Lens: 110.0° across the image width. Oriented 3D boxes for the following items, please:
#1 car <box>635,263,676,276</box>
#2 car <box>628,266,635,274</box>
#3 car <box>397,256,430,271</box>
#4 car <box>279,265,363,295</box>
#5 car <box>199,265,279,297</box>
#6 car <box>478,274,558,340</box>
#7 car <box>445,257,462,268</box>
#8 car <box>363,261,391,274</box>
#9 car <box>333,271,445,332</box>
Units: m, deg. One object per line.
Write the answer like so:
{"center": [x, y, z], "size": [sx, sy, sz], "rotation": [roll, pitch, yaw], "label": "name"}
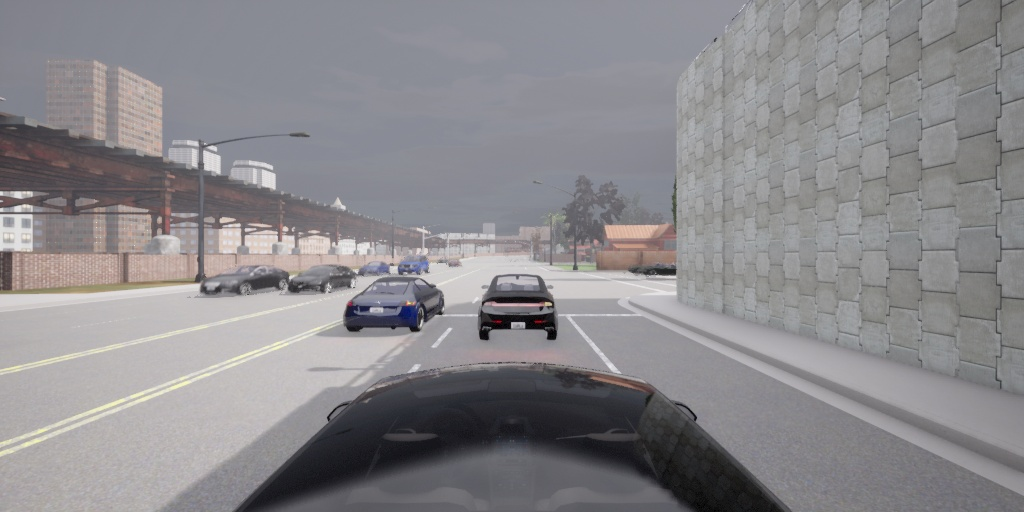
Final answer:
{"center": [14.945, 1.350, 34.969], "size": [4.718, 1.301, 1.895], "rotation": [0, 0, 0], "label": "car"}
{"center": [14.960, 1.350, 38.469], "size": [4.718, 1.301, 1.895], "rotation": [0, 0, 0], "label": "car"}
{"center": [-10.306, 0.971, 37.908], "size": [2.150, 2.045, 5.566], "rotation": [0, 0, 0], "label": "car"}
{"center": [-10.452, 1.254, 20.143], "size": [1.837, 1.490, 4.892], "rotation": [0, 0, 0], "label": "car"}
{"center": [-13.960, 1.241, 19.104], "size": [2.128, 1.511, 4.902], "rotation": [0, 0, 0], "label": "car"}
{"center": [0.154, 1.241, 9.932], "size": [2.128, 1.511, 4.902], "rotation": [0, 0, 1], "label": "car"}
{"center": [-10.058, 1.274, 63.116], "size": [1.812, 1.442, 4.674], "rotation": [0, 0, 1], "label": "car"}
{"center": [-13.818, 1.275, 36.416], "size": [1.812, 1.442, 4.674], "rotation": [0, 0, 0], "label": "car"}
{"center": [-3.337, 1.314, 10.904], "size": [1.994, 1.385, 4.181], "rotation": [0, 0, 1], "label": "car"}
